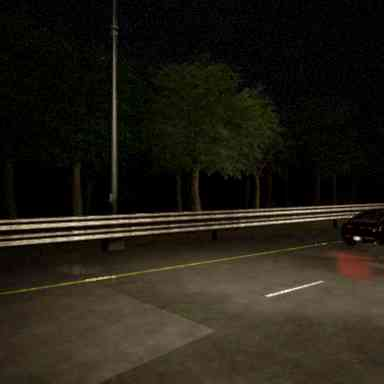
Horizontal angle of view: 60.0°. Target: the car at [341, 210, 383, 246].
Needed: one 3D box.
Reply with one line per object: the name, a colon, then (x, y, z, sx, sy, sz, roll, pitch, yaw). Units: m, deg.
car: (8.252, 1.514, 14.040, 4.892, 1.490, 1.837, 0, 0, -35)
